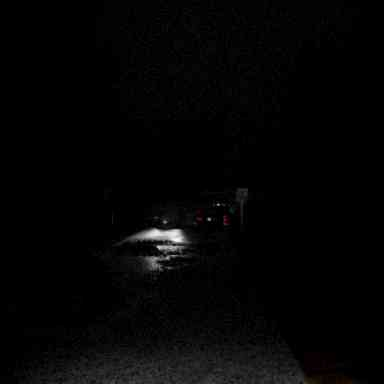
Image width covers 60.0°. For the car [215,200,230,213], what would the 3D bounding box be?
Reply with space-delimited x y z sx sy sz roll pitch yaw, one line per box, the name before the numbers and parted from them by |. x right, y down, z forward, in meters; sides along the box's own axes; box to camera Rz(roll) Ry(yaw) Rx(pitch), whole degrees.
car | 3.745 2.068 41.769 1.895 1.301 4.718 0 0 10

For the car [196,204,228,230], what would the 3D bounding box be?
car | 1.329 1.843 23.671 2.033 1.411 5.357 0 -1 5

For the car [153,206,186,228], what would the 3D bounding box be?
car | -1.535 1.776 24.523 2.128 1.511 4.902 1 -1 6

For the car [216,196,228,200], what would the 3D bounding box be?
car | 5.880 1.481 65.389 2.033 1.411 5.357 2 3 14
